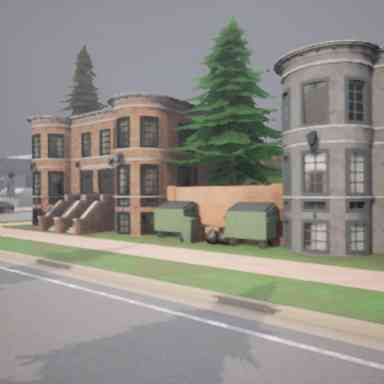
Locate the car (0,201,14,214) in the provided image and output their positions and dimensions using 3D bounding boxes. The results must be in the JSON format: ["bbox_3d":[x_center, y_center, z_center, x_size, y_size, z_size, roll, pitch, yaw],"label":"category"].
[{"bbox_3d":[-22.727,1.748,37.509,1.837,1.490,4.892,0,0,34],"label":"car"}]
